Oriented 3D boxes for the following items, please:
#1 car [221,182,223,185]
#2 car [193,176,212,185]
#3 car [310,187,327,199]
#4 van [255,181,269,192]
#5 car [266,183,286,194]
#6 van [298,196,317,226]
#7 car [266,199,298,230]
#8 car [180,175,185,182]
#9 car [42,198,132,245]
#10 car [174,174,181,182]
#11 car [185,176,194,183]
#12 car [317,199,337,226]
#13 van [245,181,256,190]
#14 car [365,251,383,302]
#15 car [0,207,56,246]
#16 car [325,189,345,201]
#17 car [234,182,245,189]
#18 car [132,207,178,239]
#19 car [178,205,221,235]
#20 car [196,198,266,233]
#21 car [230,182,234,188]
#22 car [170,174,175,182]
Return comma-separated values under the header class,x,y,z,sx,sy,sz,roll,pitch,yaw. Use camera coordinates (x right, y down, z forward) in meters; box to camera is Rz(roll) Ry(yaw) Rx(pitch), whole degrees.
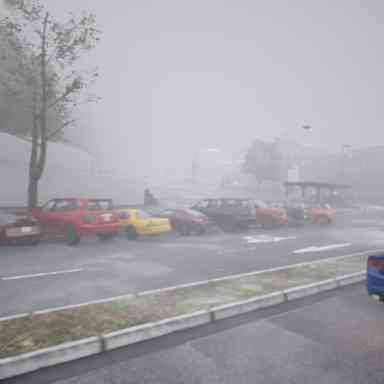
class,x,y,z,sx,sy,sz,roll,pitch,yaw
car,8.340,-1.788,77.061,2.002,1.452,4.674,7,3,35
car,3.248,-2.645,84.580,1.946,1.575,5.366,7,3,34
car,22.154,0.102,57.304,2.435,2.045,5.566,7,3,35
van,15.201,-0.964,67.064,1.878,1.987,4.442,8,3,35
car,16.955,-0.464,64.698,2.231,1.521,4.892,7,3,35
van,6.503,1.496,24.593,4.442,1.987,1.878,-1,-2,35
car,3.963,1.435,22.925,5.566,2.045,2.435,-1,-2,35
car,-0.387,-3.322,89.313,2.185,1.767,4.553,6,2,34
car,-5.909,1.291,16.017,5.566,2.045,2.435,-1,-1,35
car,-2.113,-3.557,91.786,2.185,1.767,4.553,4,0,34
car,1.404,-3.170,86.845,2.435,2.045,5.566,7,3,34
car,8.913,1.634,26.340,4.553,1.767,2.185,-1,-1,35
van,13.477,-1.237,69.539,1.878,1.987,4.442,8,3,35
car,5.762,1.581,7.216,5.008,1.535,1.882,1,0,-35
car,-8.358,1.536,14.273,4.792,1.488,2.163,-1,-1,35
car,23.838,0.663,54.827,2.002,1.452,4.674,7,3,35
car,11.905,-1.282,72.272,1.946,1.575,5.366,7,3,35
car,-3.590,1.576,17.841,5.366,1.575,1.946,-1,-1,35
car,-0.982,1.654,19.466,4.674,1.452,2.002,-1,-1,35
car,1.449,1.399,21.223,5.566,2.045,2.435,-1,-1,35
car,10.078,-1.515,74.595,2.002,1.452,4.674,8,3,35
car,-3.880,-3.835,94.137,2.435,2.045,5.566,1,-2,34
